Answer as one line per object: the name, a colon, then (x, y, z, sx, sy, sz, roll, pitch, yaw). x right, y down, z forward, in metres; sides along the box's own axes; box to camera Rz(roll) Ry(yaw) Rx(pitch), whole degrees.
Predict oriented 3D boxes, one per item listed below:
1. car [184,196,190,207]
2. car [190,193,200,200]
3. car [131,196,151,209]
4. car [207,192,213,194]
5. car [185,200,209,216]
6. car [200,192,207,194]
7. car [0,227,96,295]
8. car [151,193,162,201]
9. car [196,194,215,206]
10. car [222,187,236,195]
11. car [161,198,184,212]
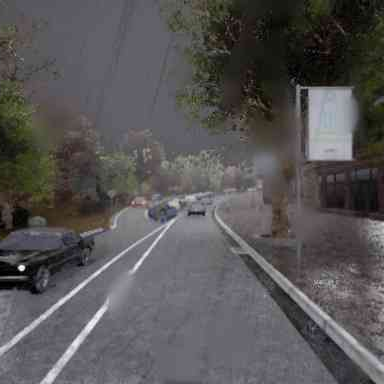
car: (-2.092, 1.699, 51.025, 2.097, 1.535, 5.008, 1, 3, 9)
car: (-0.360, 1.391, 61.412, 2.002, 1.452, 4.674, -1, 2, 12)
car: (-7.612, 1.435, 48.720, 2.097, 1.767, 4.553, 0, 2, -2)
car: (2.359, 0.905, 73.030, 2.231, 1.521, 4.892, -1, 2, 16)
car: (0.609, 1.982, 38.649, 1.994, 1.385, 4.181, 0, -1, 3)
car: (0.966, 1.130, 67.498, 2.097, 1.535, 5.008, -1, 2, 14)
car: (-4.263, 1.701, 9.147, 1.895, 1.301, 4.718, 0, -1, 1)
car: (-7.056, 1.058, 65.014, 2.128, 1.511, 4.902, 0, 2, 6)
car: (2.570, 1.530, 56.826, 2.033, 1.411, 5.357, 0, 2, 10)
car: (9.811, 0.089, 94.093, 2.231, 1.521, 4.892, -3, 1, 25)
car: (-2.603, 1.968, 44.908, 2.002, 1.452, 4.674, -2, 2, 4)
